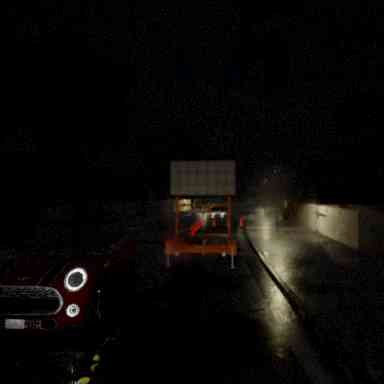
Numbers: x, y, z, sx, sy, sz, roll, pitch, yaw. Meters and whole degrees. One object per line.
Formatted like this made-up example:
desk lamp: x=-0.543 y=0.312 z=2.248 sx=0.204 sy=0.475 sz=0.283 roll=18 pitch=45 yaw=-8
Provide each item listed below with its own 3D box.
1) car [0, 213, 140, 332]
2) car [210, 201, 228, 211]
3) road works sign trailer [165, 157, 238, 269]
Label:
car: x=-2.552 y=1.419 z=7.265 sx=2.097 sy=1.767 sz=4.553 roll=0 pitch=-1 yaw=3
car: x=3.955 y=2.043 z=46.945 sx=2.033 sy=1.411 sz=5.357 roll=0 pitch=-1 yaw=15
road works sign trailer: x=0.395 y=0.574 z=11.692 sx=2.380 sy=3.560 sz=2.880 roll=0 pitch=-1 yaw=6
